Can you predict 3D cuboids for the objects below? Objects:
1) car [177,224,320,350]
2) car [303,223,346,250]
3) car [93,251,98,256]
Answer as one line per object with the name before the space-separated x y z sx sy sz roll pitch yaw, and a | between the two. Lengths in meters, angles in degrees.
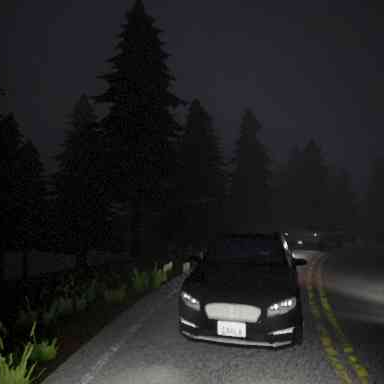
car | 1.141 1.559 6.656 2.128 1.511 4.902 -1 -2 15
car | 6.692 2.322 17.970 1.895 1.301 4.718 -3 -6 40
car | -20.206 13.614 73.047 4.181 1.381 1.994 -2 -5 31
